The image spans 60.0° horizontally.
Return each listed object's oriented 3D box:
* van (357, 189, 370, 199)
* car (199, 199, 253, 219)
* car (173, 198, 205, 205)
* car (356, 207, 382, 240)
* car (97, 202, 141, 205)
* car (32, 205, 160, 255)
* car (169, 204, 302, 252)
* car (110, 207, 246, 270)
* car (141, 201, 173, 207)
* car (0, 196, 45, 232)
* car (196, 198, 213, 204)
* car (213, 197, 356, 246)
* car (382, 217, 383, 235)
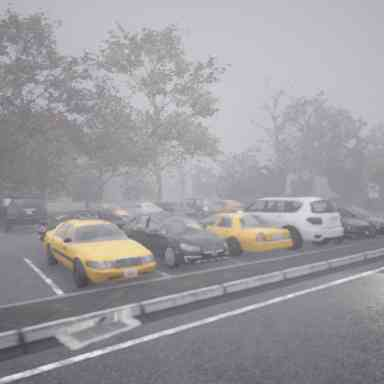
[{"bbox_3d":[25.033,0.375,45.785,1.878,1.987,4.442,-1,1,-35],"label":"van"},{"bbox_3d":[2.965,1.452,30.080,2.097,1.535,5.008,0,0,-35],"label":"car"},{"bbox_3d":[-1.451,1.495,26.943,2.163,1.488,4.792,0,0,-35],"label":"car"},{"bbox_3d":[6.052,1.471,16.271,2.097,1.535,5.008,0,0,-35],"label":"car"},{"bbox_3d":[-5.892,1.476,23.626,1.946,1.575,5.366,0,0,-35],"label":"car"},{"bbox_3d":[-4.061,1.517,14.576,4.892,1.490,1.837,0,0,-35],"label":"car"},{"bbox_3d":[1.408,1.482,13.223,1.946,1.575,5.366,0,0,-35],"label":"car"},{"bbox_3d":[-0.760,1.493,11.478,2.231,1.521,4.892,0,0,-35],"label":"car"},{"bbox_3d":[-3.731,1.512,25.370,2.002,1.452,4.674,0,0,-35],"label":"car"},{"bbox_3d":[-10.545,1.242,20.612,2.435,2.045,5.566,0,0,-35],"label":"car"},{"bbox_3d":[0.677,1.333,28.515,2.185,1.767,4.553,0,0,-35],"label":"car"},{"bbox_3d":[3.768,1.227,14.692,2.435,2.045,5.566,0,0,-35],"label":"car"},{"bbox_3d":[8.342,1.494,17.841,2.163,1.488,4.792,0,0,-35],"label":"car"}]
